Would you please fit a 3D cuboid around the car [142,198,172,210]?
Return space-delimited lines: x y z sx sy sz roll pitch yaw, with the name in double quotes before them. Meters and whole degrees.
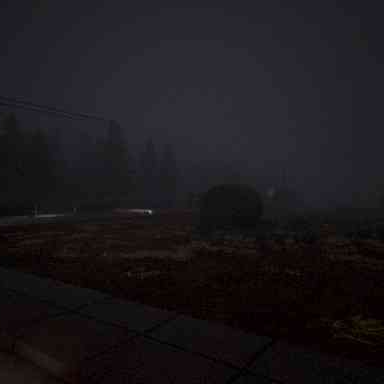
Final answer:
"car" -4.623 1.552 44.290 1.812 1.442 4.674 0 0 37

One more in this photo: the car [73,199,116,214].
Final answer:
"car" -10.581 1.518 36.269 2.128 1.511 4.902 0 0 37

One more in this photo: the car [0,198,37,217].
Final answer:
"car" -16.029 1.379 28.924 2.097 1.767 4.553 0 0 37

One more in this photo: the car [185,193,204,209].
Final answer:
"car" 1.358 1.241 46.211 2.150 2.045 5.566 0 -1 38
